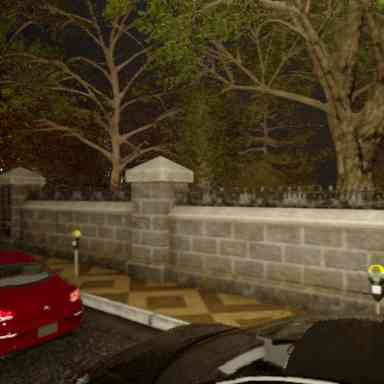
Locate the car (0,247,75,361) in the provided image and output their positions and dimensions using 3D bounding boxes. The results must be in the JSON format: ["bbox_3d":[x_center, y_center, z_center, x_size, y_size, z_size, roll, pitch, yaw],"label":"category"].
[{"bbox_3d":[-3.485,1.560,5.369,4.206,1.307,1.802,0,0,36],"label":"car"}]

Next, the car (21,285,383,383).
[{"bbox_3d":[0.975,1.565,2.189,4.313,1.339,1.947,0,0,36],"label":"car"}]
